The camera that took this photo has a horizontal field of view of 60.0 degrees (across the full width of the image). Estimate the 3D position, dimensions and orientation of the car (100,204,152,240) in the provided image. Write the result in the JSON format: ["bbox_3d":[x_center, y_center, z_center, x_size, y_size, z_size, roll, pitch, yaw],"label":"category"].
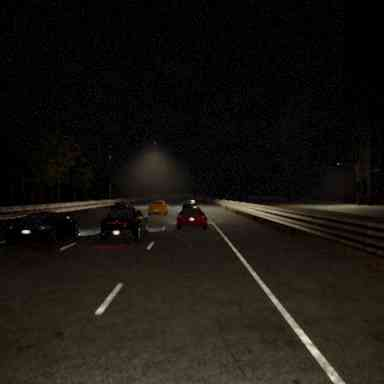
[{"bbox_3d":[-3.471,1.599,17.602,1.837,1.490,4.892,0,0,0],"label":"car"}]

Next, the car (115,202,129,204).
[{"bbox_3d":[-7.157,1.755,34.171,2.033,1.411,5.357,0,0,-1],"label":"car"}]

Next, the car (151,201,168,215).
[{"bbox_3d":[-3.704,1.704,36.932,1.882,1.535,5.008,0,0,-1],"label":"car"}]

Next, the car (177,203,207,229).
[{"bbox_3d":[-0.018,1.693,22.949,1.994,1.385,4.181,0,0,-1],"label":"car"}]

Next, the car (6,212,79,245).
[{"bbox_3d":[-6.960,1.648,15.933,1.994,1.385,4.181,0,0,0],"label":"car"}]

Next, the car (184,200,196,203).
[{"bbox_3d":[-0.296,1.757,42.193,2.128,1.511,4.902,0,0,-1],"label":"car"}]
